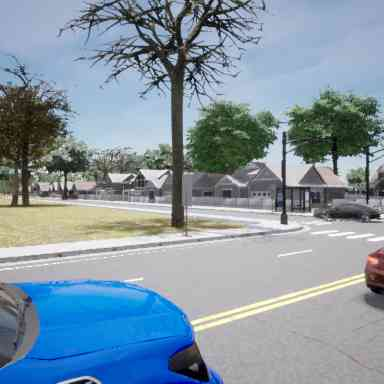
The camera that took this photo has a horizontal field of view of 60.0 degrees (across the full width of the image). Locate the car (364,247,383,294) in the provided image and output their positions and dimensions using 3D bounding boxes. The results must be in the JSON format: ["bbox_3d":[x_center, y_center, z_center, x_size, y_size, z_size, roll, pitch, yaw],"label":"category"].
[{"bbox_3d":[5.670,1.525,7.459,4.674,1.442,1.812,0,0,-36],"label":"car"}]

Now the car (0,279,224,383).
[{"bbox_3d":[-2.406,1.221,1.725,5.566,2.045,2.150,0,0,-36],"label":"car"}]

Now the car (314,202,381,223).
[{"bbox_3d":[11.934,1.537,25.747,4.674,1.442,1.812,0,1,24],"label":"car"}]
